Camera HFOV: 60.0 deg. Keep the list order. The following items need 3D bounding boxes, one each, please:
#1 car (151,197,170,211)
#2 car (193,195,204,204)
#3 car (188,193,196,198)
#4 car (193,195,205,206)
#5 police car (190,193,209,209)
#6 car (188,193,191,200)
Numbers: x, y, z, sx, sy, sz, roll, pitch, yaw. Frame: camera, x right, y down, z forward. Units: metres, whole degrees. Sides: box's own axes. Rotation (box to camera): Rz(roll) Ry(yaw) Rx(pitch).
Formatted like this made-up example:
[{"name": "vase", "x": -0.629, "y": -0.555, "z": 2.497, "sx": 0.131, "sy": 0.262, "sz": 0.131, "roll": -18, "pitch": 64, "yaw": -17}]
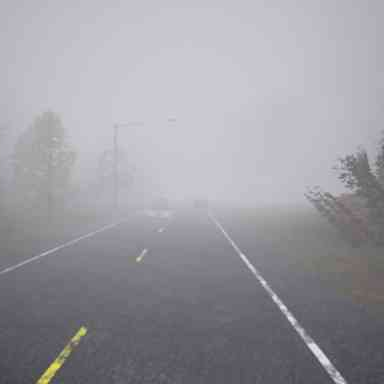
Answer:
[{"name": "car", "x": -3.604, "y": 1.361, "z": 39.104, "sx": 1.837, "sy": 1.490, "sz": 4.892, "roll": 0, "pitch": 0, "yaw": 0}, {"name": "car", "x": 1.029, "y": 1.298, "z": 57.510, "sx": 1.812, "sy": 1.442, "sz": 4.674, "roll": 0, "pitch": 0, "yaw": 0}, {"name": "car", "x": -0.034, "y": 0.993, "z": 92.881, "sx": 1.994, "sy": 1.385, "sz": 4.181, "roll": 0, "pitch": 0, "yaw": 0}, {"name": "car", "x": 1.031, "y": 1.255, "z": 51.699, "sx": 1.801, "sy": 1.575, "sz": 5.366, "roll": 0, "pitch": 0, "yaw": 0}, {"name": "police car", "x": 1.035, "y": 1.270, "z": 41.619, "sx": 1.930, "sy": 1.638, "sz": 5.238, "roll": 0, "pitch": 0, "yaw": 0}, {"name": "car", "x": -0.027, "y": 1.031, "z": 74.964, "sx": 1.882, "sy": 1.535, "sz": 5.008, "roll": 0, "pitch": 0, "yaw": 0}]
